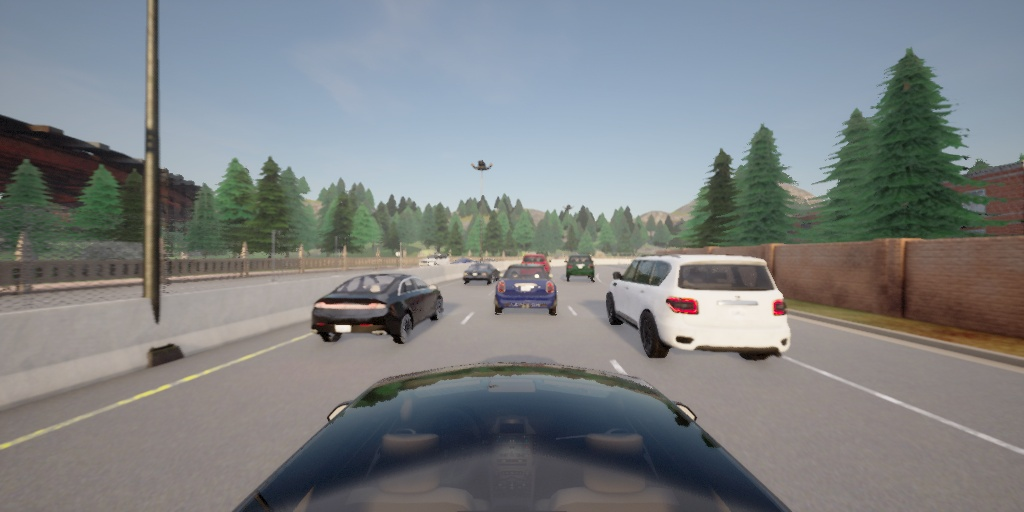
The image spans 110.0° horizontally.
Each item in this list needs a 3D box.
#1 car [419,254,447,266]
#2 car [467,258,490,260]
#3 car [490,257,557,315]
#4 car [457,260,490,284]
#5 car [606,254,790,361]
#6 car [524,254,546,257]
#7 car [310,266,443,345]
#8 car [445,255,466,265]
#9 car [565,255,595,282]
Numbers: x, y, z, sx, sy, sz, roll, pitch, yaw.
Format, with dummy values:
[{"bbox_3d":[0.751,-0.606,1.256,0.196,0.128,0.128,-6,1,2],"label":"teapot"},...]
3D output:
[{"bbox_3d":[-10.797,0.752,50.323,2.150,2.045,5.566,0,0,19],"label":"car"},{"bbox_3d":[-3.758,1.076,49.209,2.128,1.511,4.902,0,0,21],"label":"car"},{"bbox_3d":[0.540,1.069,13.712,2.097,1.767,4.553,0,0,3],"label":"car"},{"bbox_3d":[-2.084,1.213,25.605,2.033,1.411,5.357,0,0,7],"label":"car"},{"bbox_3d":[3.795,0.981,8.497,2.150,2.045,5.566,0,1,3],"label":"car"},{"bbox_3d":[1.973,0.903,29.226,2.150,2.045,5.566,0,0,9],"label":"car"},{"bbox_3d":[-3.170,1.197,9.410,2.128,1.511,4.902,0,0,3],"label":"car"},{"bbox_3d":[-7.008,1.034,50.525,1.882,1.535,5.008,0,0,21],"label":"car"},{"bbox_3d":[5.508,0.928,29.173,2.150,2.045,5.566,0,0,9],"label":"car"}]
